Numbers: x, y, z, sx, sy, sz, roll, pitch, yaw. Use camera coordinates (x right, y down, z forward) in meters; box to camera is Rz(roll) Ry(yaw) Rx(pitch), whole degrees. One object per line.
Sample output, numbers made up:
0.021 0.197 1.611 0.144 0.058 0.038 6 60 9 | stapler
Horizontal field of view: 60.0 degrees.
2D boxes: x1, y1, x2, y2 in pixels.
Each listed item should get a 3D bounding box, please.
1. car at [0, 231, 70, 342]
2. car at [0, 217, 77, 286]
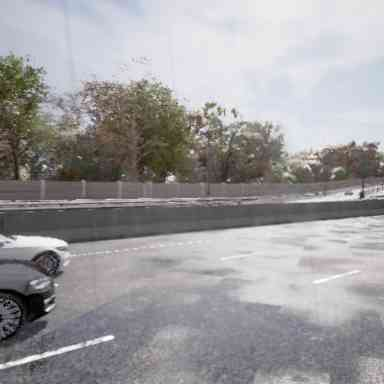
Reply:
-4.587 1.495 4.772 4.902 1.511 2.128 0 0 -36 | car
-5.545 1.525 8.394 4.674 1.442 1.812 0 0 -35 | car
